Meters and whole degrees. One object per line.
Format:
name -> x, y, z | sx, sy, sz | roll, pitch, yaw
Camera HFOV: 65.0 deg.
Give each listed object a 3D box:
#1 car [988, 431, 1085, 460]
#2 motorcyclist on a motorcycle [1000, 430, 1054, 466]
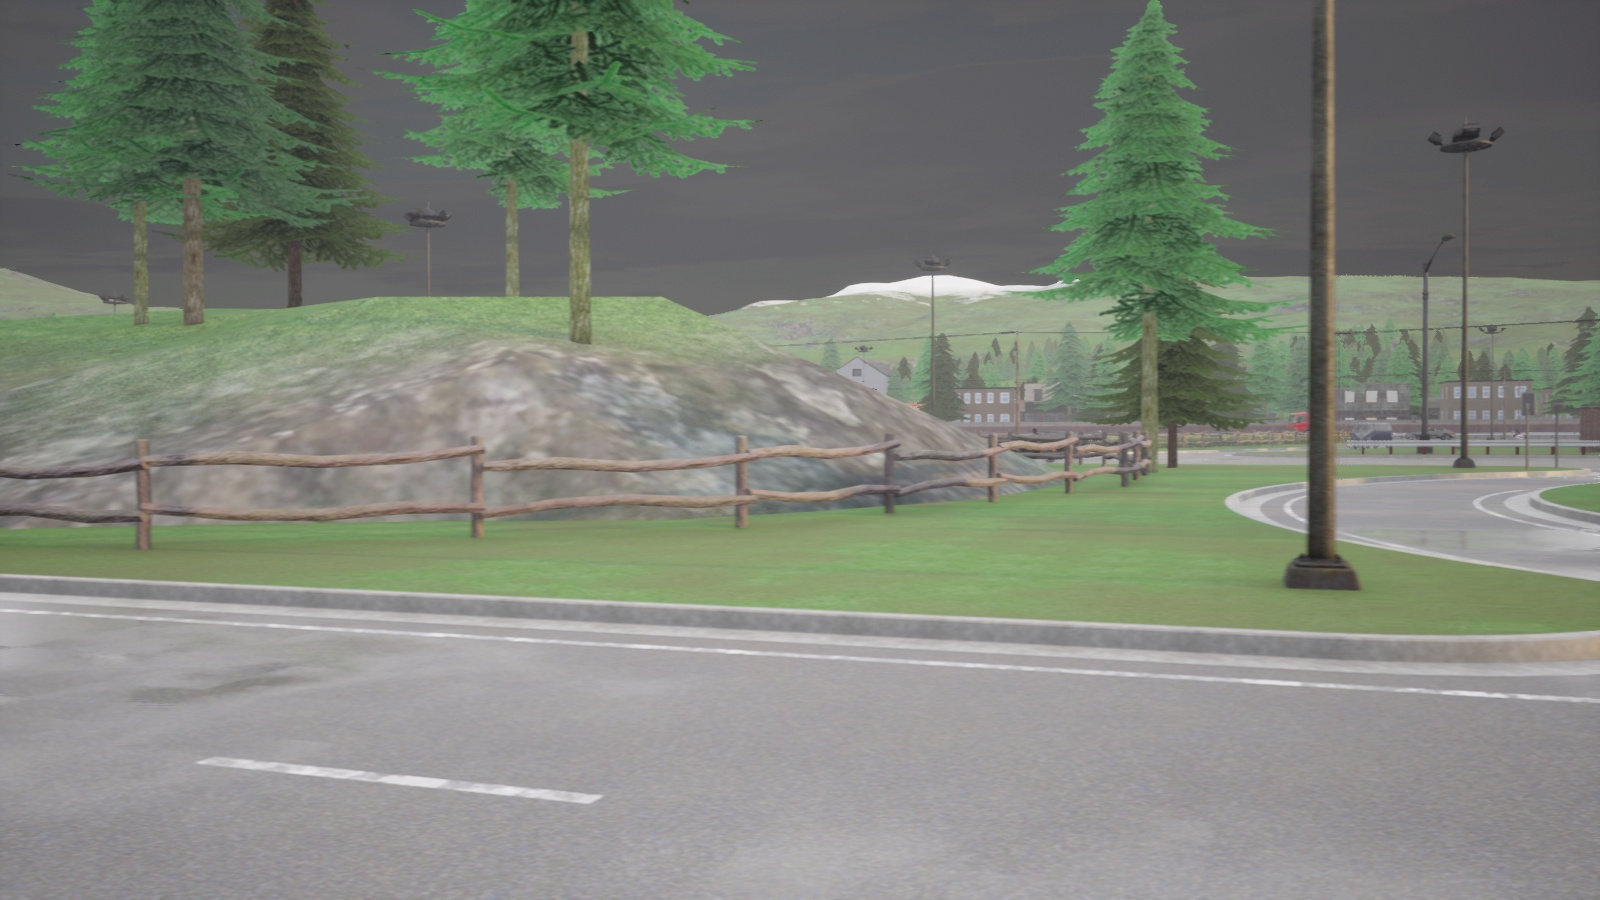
car -> 12.913, -0.246, 68.586 | 5.008, 1.535, 1.882 | 1, 1, 18
motorcyclist on a motorcycle -> 10.548, -0.117, 58.304 | 2.350, 1.649, 0.766 | 0, 1, 19
